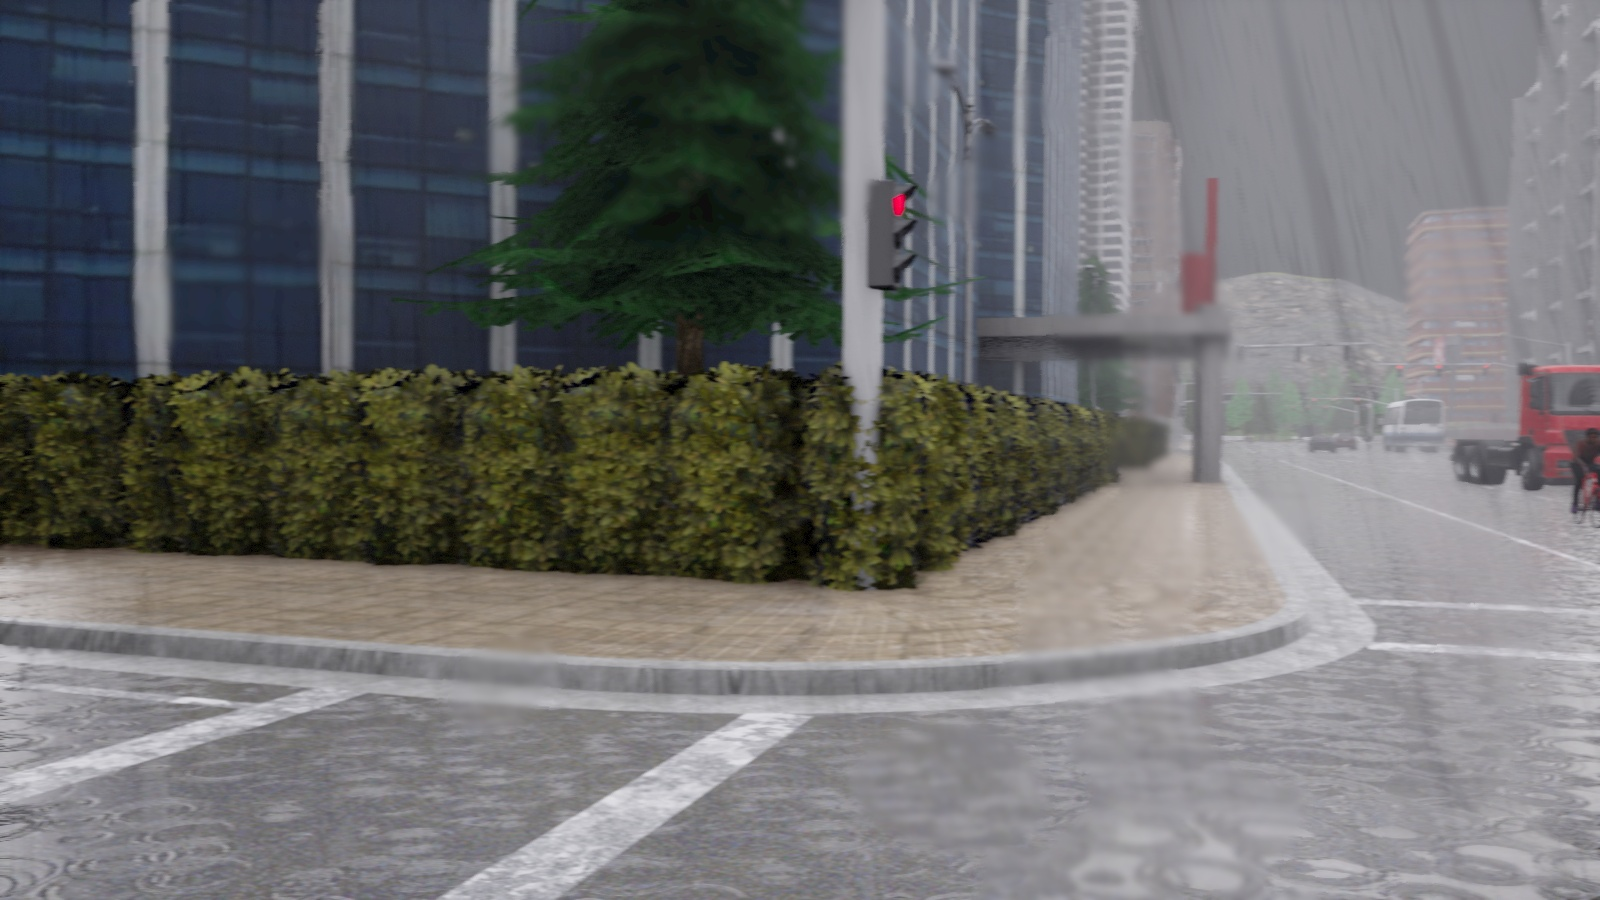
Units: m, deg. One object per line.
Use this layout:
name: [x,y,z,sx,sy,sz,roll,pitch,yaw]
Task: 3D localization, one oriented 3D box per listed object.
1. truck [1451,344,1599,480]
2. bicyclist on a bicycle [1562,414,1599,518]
truck: [21.409,-1.037,35.734,2.891,3.462,7.936,0,1,10]
bicyclist on a bicycle: [12.943,0.228,20.398,0.582,1.620,1.656,0,1,18]
